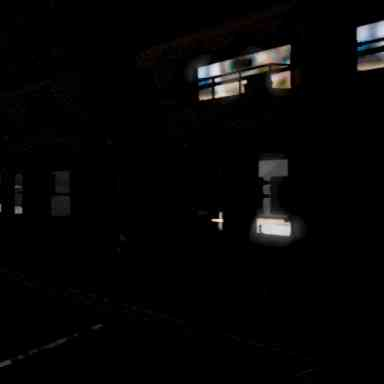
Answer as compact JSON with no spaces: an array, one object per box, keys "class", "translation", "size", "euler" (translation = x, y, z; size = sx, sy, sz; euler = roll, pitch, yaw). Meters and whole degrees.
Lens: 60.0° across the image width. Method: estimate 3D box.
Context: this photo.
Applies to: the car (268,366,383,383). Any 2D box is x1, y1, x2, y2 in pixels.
[{"class":"car","translation":[2.164,1.589,1.329],"size":[4.206,1.307,1.802],"euler":[0,0,36]}]
